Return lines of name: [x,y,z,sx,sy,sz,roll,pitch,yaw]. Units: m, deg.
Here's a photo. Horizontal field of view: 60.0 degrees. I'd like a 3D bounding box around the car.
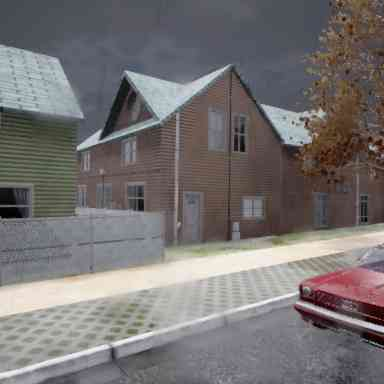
car: [3.909,1.604,5.752,4.718,1.301,1.895,0,0,-36]
